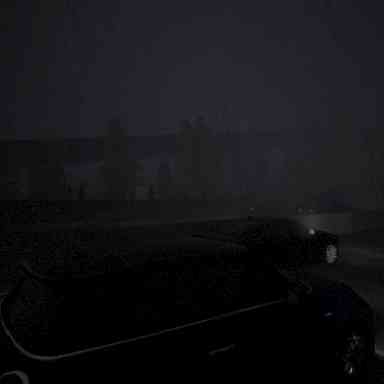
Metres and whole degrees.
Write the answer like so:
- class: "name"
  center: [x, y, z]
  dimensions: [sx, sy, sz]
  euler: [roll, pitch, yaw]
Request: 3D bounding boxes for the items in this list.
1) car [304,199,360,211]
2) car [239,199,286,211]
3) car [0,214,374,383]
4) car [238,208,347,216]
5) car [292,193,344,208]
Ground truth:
- class: "car"
  center: [10.529, 1.459, 24.393]
  dimensions: [4.181, 1.385, 1.994]
  euler: [0, 0, -35]
- class: "car"
  center: [6.393, 1.374, 30.040]
  dimensions: [5.008, 1.535, 1.882]
  euler: [0, 0, -35]
- class: "car"
  center: [0.109, 1.342, 3.825]
  dimensions: [4.553, 1.767, 2.097]
  euler: [0, 0, -35]
- class: "car"
  center: [2.277, 1.443, 9.670]
  dimensions: [5.008, 1.535, 1.882]
  euler: [0, 0, -35]
- class: "car"
  center: [11.217, 1.093, 29.180]
  dimensions: [5.566, 2.045, 2.150]
  euler: [-1, 0, -35]
